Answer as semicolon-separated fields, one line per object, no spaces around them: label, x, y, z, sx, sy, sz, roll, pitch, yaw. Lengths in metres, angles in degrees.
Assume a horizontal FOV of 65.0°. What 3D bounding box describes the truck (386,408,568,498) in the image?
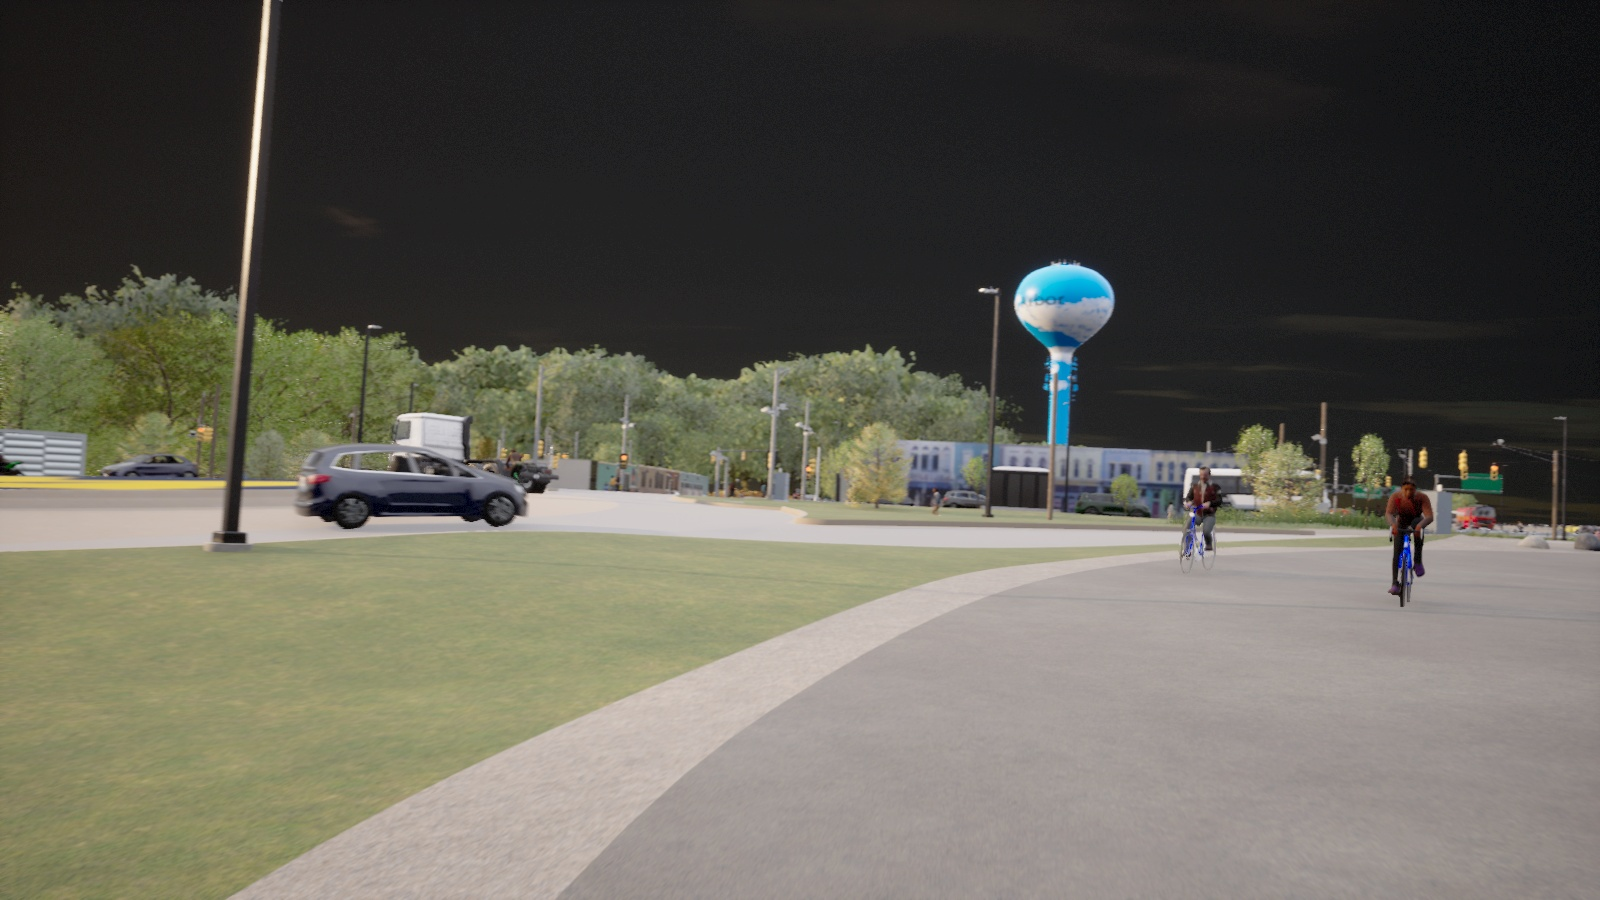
truck;-13.897;0.220;53.741;7.936;3.462;2.891;-1;-5;35

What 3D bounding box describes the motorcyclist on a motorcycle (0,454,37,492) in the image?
motorcyclist on a motorcycle;-32.606;0.952;51.515;2.044;1.523;0.797;-2;-1;-11

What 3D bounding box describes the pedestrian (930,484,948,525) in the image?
pedestrian;6.813;2.689;61.700;0.788;1.949;0.423;2;-3;4

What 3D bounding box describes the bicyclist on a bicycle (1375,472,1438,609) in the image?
bicyclist on a bicycle;7.667;1.107;15.841;0.582;1.620;1.656;2;-1;29

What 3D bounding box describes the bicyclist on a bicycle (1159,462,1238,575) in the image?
bicyclist on a bicycle;6.640;1.114;20.876;0.659;1.776;1.843;2;-1;35

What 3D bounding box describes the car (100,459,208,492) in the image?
car;-30.708;1.183;59.787;1.816;1.474;4.193;0;0;33

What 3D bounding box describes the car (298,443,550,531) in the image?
car;-7.822;0.731;26.201;4.611;1.667;2.242;1;0;-31

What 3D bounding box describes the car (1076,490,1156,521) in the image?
car;23.537;4.160;93.706;5.566;2.045;2.150;2;-3;11

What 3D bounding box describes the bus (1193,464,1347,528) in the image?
bus;33.874;3.325;91.090;10.273;4.253;3.944;0;-6;17

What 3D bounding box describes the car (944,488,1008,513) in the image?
car;13.422;3.852;95.592;4.611;1.667;2.242;3;-3;10
